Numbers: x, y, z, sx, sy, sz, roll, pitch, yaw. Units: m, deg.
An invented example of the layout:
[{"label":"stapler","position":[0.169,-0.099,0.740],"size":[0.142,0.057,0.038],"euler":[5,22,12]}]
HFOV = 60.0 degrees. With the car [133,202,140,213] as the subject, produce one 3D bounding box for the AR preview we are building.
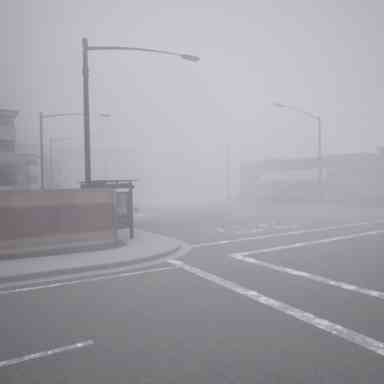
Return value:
[{"label":"car","position":[-6.965,1.433,34.325],"size":[1.812,1.442,4.674],"euler":[-2,1,-30]}]
